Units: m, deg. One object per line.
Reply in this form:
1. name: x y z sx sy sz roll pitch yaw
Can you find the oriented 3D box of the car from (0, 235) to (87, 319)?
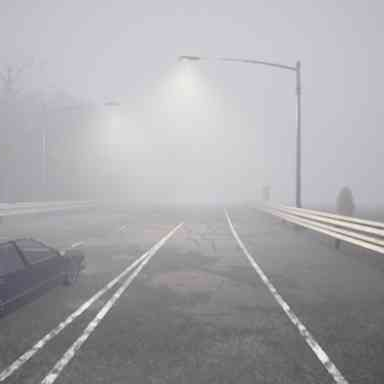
1. car: -3.881 1.561 6.419 2.033 1.411 5.357 0 0 5
